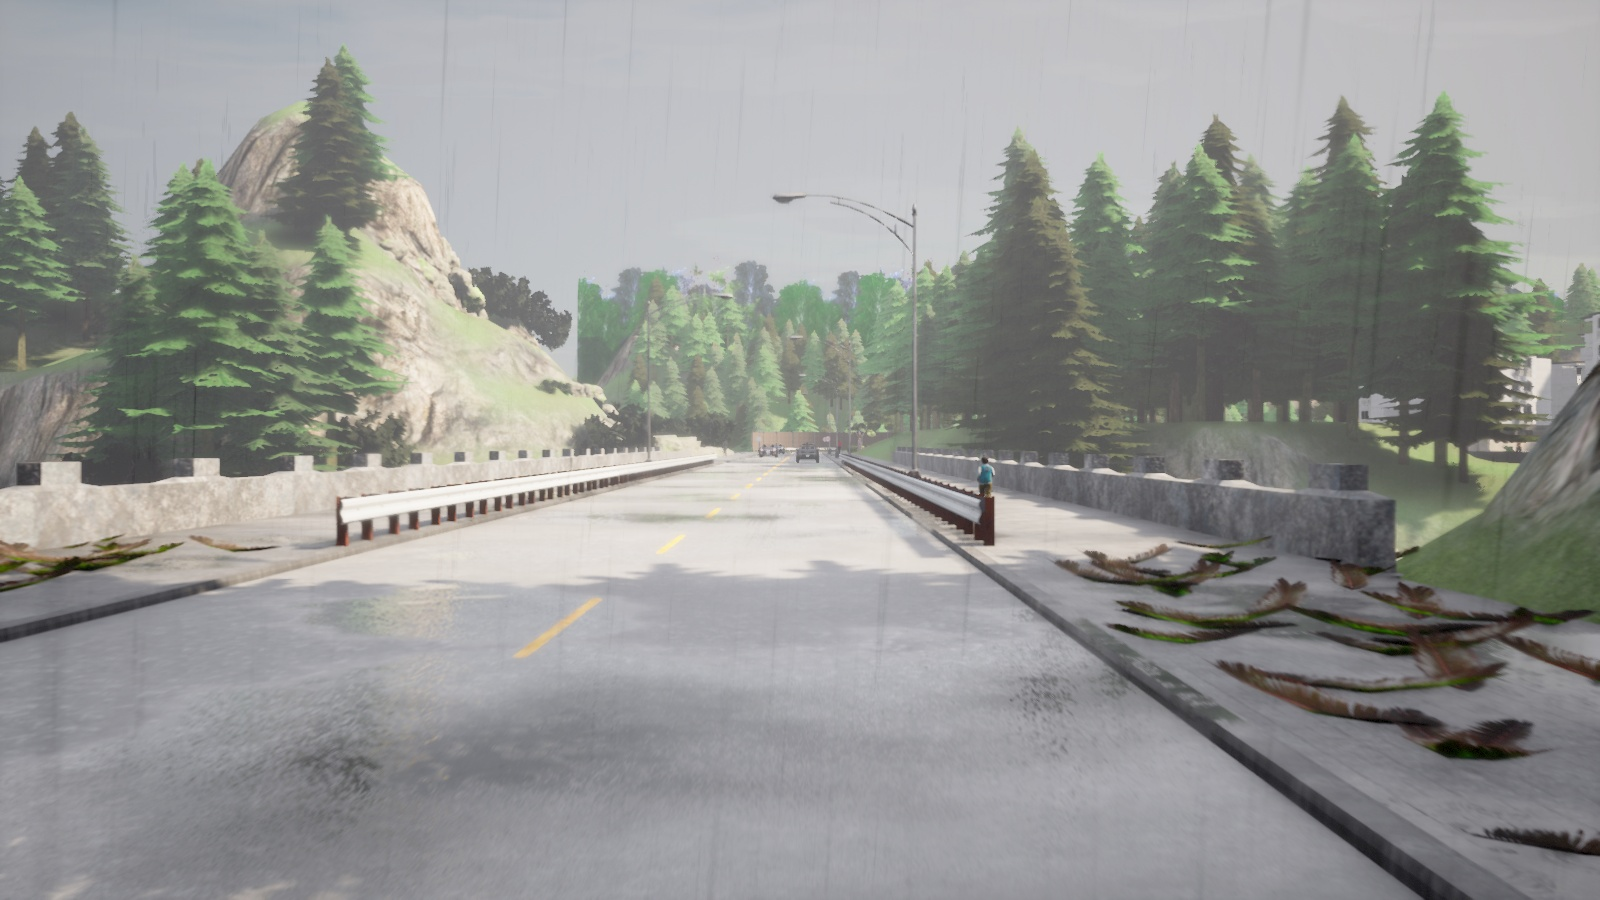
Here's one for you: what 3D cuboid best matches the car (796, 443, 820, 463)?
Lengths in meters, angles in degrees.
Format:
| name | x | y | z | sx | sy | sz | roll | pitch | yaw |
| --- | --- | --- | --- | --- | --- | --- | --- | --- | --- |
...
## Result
| name | x | y | z | sx | sy | sz | roll | pitch | yaw |
| --- | --- | --- | --- | --- | --- | --- | --- | --- | --- |
| car | 0.586 | 0.220 | 95.963 | 1.816 | 1.474 | 4.193 | 0 | 0 | 0 |

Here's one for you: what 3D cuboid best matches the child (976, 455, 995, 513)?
| name | x | y | z | sx | sy | sz | roll | pitch | yaw |
| --- | --- | --- | --- | --- | --- | --- | --- | --- | --- |
| child | 3.818 | 0.694 | 25.867 | 0.343 | 1.192 | 0.448 | 0 | 0 | 2 |
